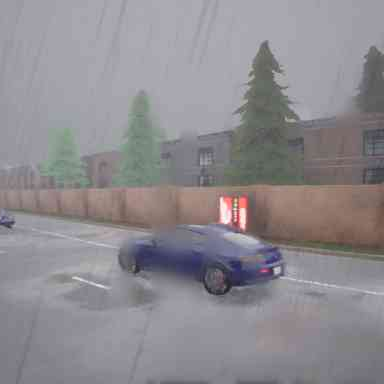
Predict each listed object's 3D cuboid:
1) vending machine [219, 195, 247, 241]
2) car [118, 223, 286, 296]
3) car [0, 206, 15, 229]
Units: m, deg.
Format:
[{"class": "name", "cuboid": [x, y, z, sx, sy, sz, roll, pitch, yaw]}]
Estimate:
[{"class": "vending machine", "cuboid": [1.988, 1.195, 16.009, 0.880, 2.100, 1.100, 0, 0, 42]}, {"class": "car", "cuboid": [0.071, 1.526, 8.637, 4.674, 1.442, 1.812, 0, 0, 39]}, {"class": "car", "cuboid": [-12.844, 1.548, 20.935, 2.033, 1.411, 5.357, 0, 0, -44]}]
